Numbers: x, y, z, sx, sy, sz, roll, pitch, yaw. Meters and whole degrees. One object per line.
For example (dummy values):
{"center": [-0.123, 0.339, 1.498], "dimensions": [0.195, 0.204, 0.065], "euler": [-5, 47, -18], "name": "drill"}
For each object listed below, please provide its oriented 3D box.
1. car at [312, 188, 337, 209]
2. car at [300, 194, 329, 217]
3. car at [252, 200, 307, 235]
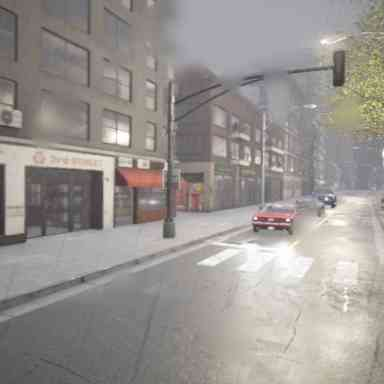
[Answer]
{"center": [14.021, 0.602, 35.099], "dimensions": [2.150, 2.045, 5.566], "euler": [1, 1, 27], "name": "car"}
{"center": [9.035, 1.091, 25.602], "dimensions": [1.994, 1.385, 4.181], "euler": [1, 1, 28], "name": "car"}
{"center": [4.448, 1.268, 16.831], "dimensions": [1.895, 1.301, 4.718], "euler": [1, 1, 25], "name": "car"}
